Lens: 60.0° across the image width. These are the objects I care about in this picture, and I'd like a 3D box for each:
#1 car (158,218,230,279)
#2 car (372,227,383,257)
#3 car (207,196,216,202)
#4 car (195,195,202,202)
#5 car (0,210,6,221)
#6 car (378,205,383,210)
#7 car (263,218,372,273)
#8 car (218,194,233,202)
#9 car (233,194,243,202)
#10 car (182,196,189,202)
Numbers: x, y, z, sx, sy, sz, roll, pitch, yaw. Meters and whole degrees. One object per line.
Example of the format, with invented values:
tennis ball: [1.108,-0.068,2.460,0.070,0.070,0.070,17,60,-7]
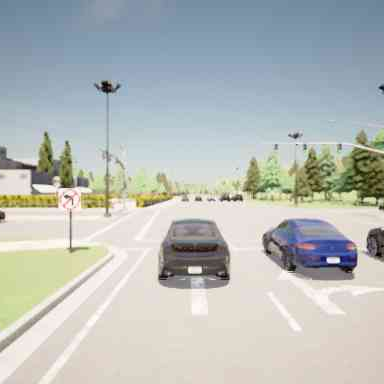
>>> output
car: [0.030,1.549,10.121,1.837,1.490,4.892,0,0,-1]
car: [7.229,1.536,10.259,2.128,1.511,4.902,0,0,3]
car: [5.245,1.960,87.970,1.895,1.301,4.718,0,0,0]
car: [1.743,1.840,87.537,1.882,1.535,5.008,0,0,0]
car: [-16.778,1.583,25.181,5.008,1.535,1.882,0,0,-1]
car: [25.980,1.721,40.918,5.357,1.411,2.033,0,0,-1]
car: [3.605,1.571,10.765,1.812,1.442,4.674,0,0,0]
car: [8.742,1.585,87.126,2.150,2.045,5.566,0,0,0]
car: [12.247,1.599,88.646,2.150,2.045,5.566,0,0,0]
car: [-1.758,1.885,87.133,2.128,1.511,4.902,0,0,0]
